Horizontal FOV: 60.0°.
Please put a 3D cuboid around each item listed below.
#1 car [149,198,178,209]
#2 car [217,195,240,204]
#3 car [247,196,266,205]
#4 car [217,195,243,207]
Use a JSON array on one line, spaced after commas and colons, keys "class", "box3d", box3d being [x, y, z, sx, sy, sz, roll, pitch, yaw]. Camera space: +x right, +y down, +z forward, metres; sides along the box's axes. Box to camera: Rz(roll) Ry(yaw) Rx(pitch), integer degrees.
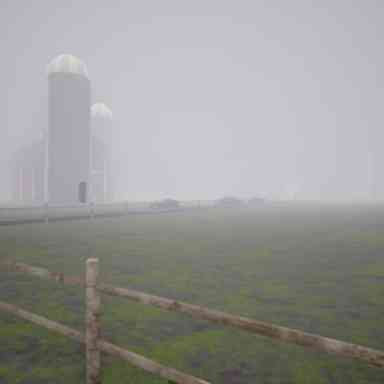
[{"class": "car", "box3d": [-3.526, 1.469, 42.022, 1.994, 1.385, 4.181, 1, 0, 36]}, {"class": "car", "box3d": [6.149, 1.247, 55.425, 1.994, 1.385, 4.181, 1, 0, 35]}, {"class": "car", "box3d": [11.290, 1.470, 57.900, 1.994, 1.385, 4.181, 1, 0, 35]}, {"class": "car", "box3d": [5.768, 1.462, 50.073, 2.033, 1.411, 5.357, 1, 0, 36]}]
